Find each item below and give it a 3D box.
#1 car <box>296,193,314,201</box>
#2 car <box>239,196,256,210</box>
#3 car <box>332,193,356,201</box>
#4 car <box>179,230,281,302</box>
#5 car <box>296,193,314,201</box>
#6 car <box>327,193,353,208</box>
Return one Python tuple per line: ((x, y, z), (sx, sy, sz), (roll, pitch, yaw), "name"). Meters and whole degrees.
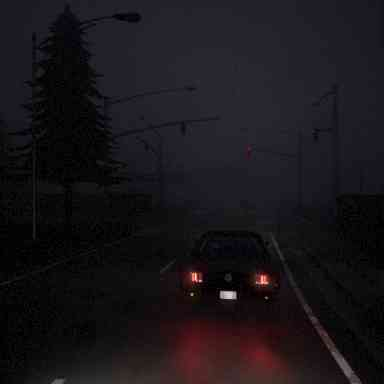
((27.233, 1.077, 79.946), (3.866, 1.878, 1.905), (0, 0, 10), "car")
((7.177, 1.352, 43.231), (2.097, 1.767, 4.553), (0, 0, 10), "car")
((34.415, 1.097, 75.350), (4.605, 1.855, 1.932), (0, 0, 10), "car")
((0.979, 1.601, 8.289), (1.895, 1.301, 4.718), (0, 0, 8), "car")
((26.057, 1.361, 76.777), (3.806, 1.475, 1.970), (0, 0, 10), "car")
((20.189, 1.330, 43.026), (5.027, 1.636, 2.152), (0, 0, 10), "car")
